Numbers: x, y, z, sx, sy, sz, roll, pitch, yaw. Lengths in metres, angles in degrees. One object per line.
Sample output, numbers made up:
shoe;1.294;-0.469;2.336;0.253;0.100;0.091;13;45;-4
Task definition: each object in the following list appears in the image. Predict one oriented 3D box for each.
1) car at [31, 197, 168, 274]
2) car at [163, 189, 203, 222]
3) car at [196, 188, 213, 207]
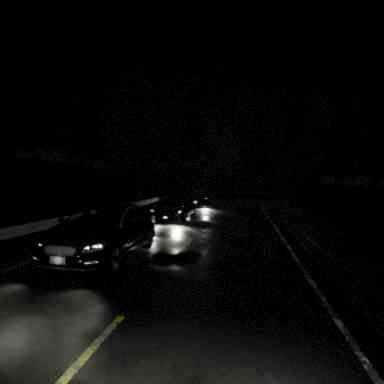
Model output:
car;-2.381;1.062;9.273;2.128;1.511;4.902;2;2;9
car;-0.899;0.771;18.967;2.033;1.411;5.357;2;2;9
car;0.775;0.405;28.722;1.812;1.442;4.674;2;2;10
